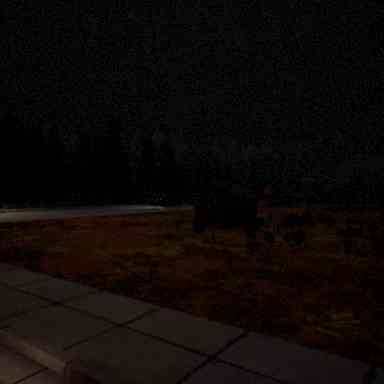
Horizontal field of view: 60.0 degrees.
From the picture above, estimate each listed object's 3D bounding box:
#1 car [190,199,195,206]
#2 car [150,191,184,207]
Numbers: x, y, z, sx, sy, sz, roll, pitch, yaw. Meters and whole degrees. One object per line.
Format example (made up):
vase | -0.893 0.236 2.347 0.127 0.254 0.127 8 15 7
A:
car | 1.609 1.330 47.438 1.994 1.385 4.181 1 0 39
car | -3.412 0.951 46.681 2.150 2.045 5.566 1 1 37
